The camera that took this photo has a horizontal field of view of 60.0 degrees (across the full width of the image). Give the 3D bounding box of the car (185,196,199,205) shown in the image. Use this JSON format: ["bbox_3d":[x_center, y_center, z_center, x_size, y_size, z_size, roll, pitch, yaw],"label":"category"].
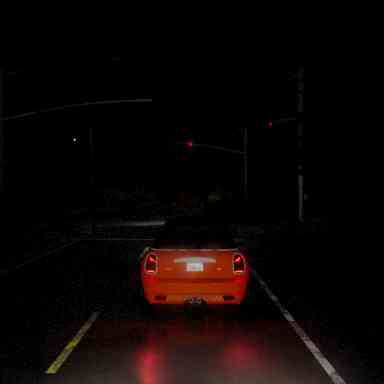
[{"bbox_3d":[-0.025,1.352,51.762,2.097,1.767,4.553,0,0,0],"label":"car"}]

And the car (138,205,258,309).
[{"bbox_3d":[0.059,1.352,8.026,2.097,1.767,4.553,0,0,0],"label":"car"}]

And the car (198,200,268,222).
[{"bbox_3d":[3.237,1.479,24.909,4.902,1.511,2.128,0,0,-13],"label":"car"}]
